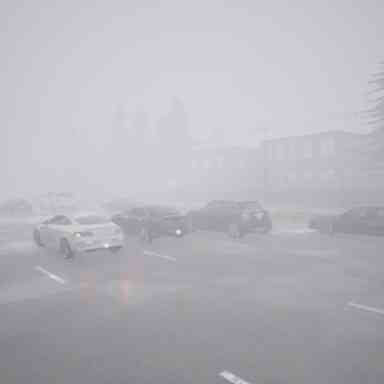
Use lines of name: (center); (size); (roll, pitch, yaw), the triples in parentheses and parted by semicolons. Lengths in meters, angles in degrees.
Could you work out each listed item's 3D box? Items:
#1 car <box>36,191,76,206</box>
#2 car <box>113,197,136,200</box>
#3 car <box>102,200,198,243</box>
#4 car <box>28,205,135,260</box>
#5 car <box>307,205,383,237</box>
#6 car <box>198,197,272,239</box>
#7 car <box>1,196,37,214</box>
car: (-13.544, 0.895, 33.368); (2.150, 2.045, 5.566); (-1, 1, -41)
car: (-6.321, 1.190, 30.429); (2.033, 1.411, 5.357); (-1, 1, -41)
car: (-2.144, 1.317, 15.011); (1.837, 1.490, 4.892); (-1, 1, -41)
car: (-4.171, 1.398, 12.012); (1.812, 1.442, 4.674); (-1, 1, -41)
car: (7.793, 1.272, 14.278); (2.033, 1.411, 5.357); (-1, 1, -41)
car: (1.532, 1.113, 16.119); (2.097, 1.767, 4.553); (-1, 1, -41)
car: (-16.717, 1.291, 31.689); (1.994, 1.385, 4.181); (-1, 1, -41)
